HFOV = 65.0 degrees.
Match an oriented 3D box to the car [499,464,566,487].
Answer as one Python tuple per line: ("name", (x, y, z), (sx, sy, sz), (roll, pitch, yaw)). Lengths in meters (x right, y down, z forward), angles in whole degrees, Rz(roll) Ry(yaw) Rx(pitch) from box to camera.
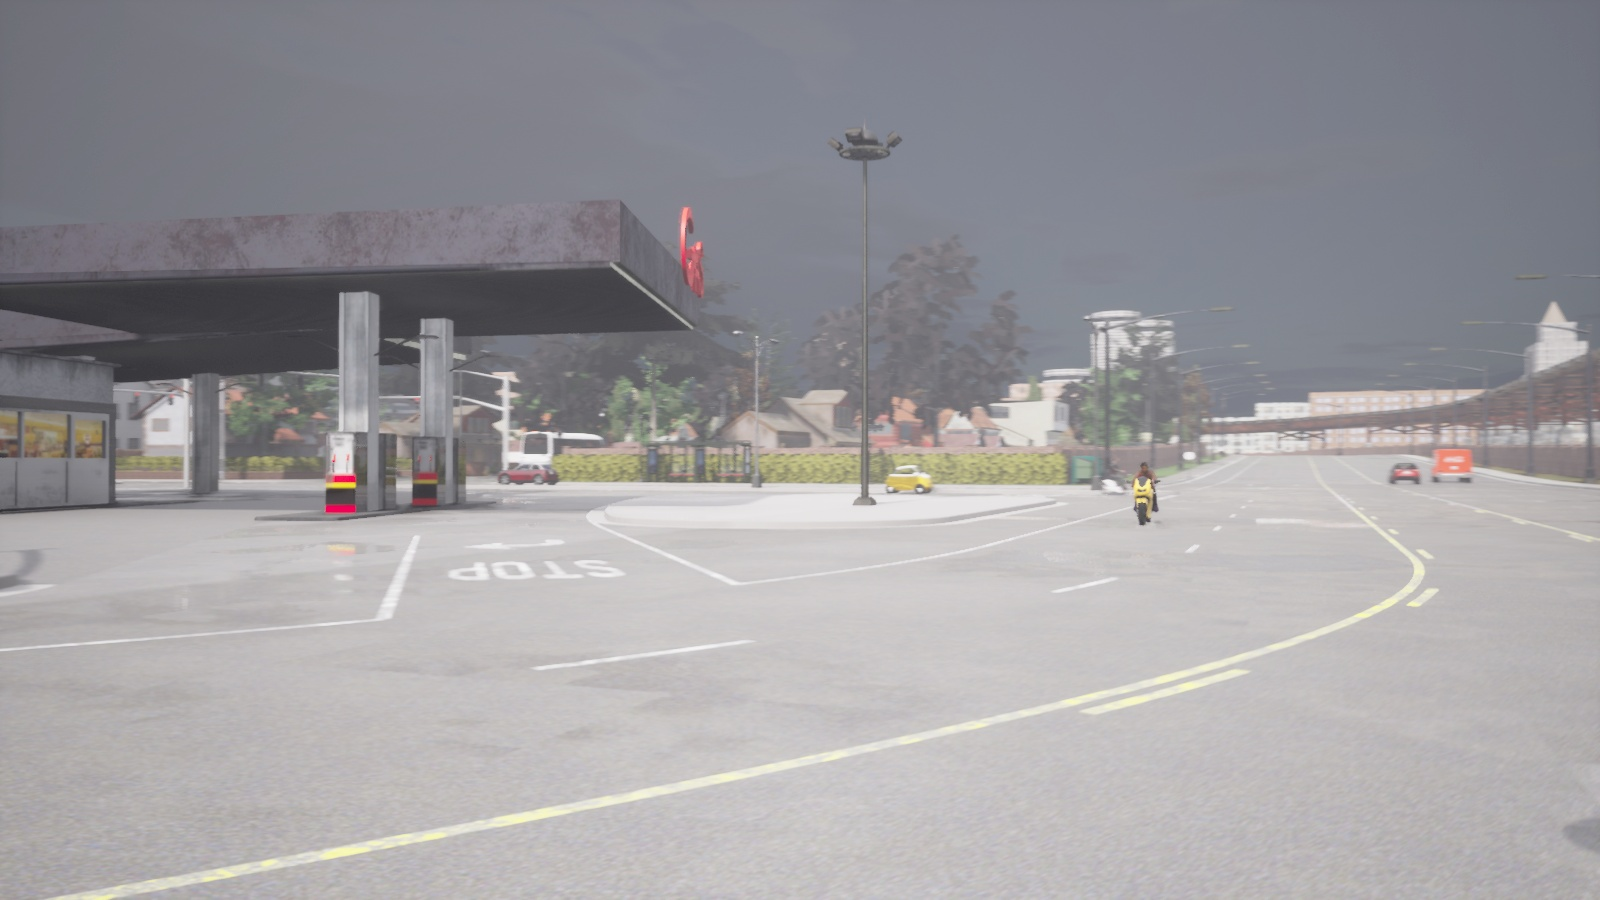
("car", (-17.426, 1.638, 81.910), (3.806, 1.475, 1.970), (0, -1, 22))

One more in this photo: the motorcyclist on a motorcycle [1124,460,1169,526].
("motorcyclist on a motorcycle", (8.356, 1.014, 30.237), (0.797, 1.523, 2.044), (0, -1, 22))

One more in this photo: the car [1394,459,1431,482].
("car", (43.206, 1.426, 88.642), (2.007, 1.525, 4.514), (0, 0, 22))

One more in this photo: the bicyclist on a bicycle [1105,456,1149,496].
("bicyclist on a bicycle", (14.758, 1.154, 56.682), (1.843, 1.776, 0.659), (0, 0, 23))

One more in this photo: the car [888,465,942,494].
("car", (5.537, 1.411, 60.383), (2.207, 1.376, 1.481), (-1, -1, 22))
